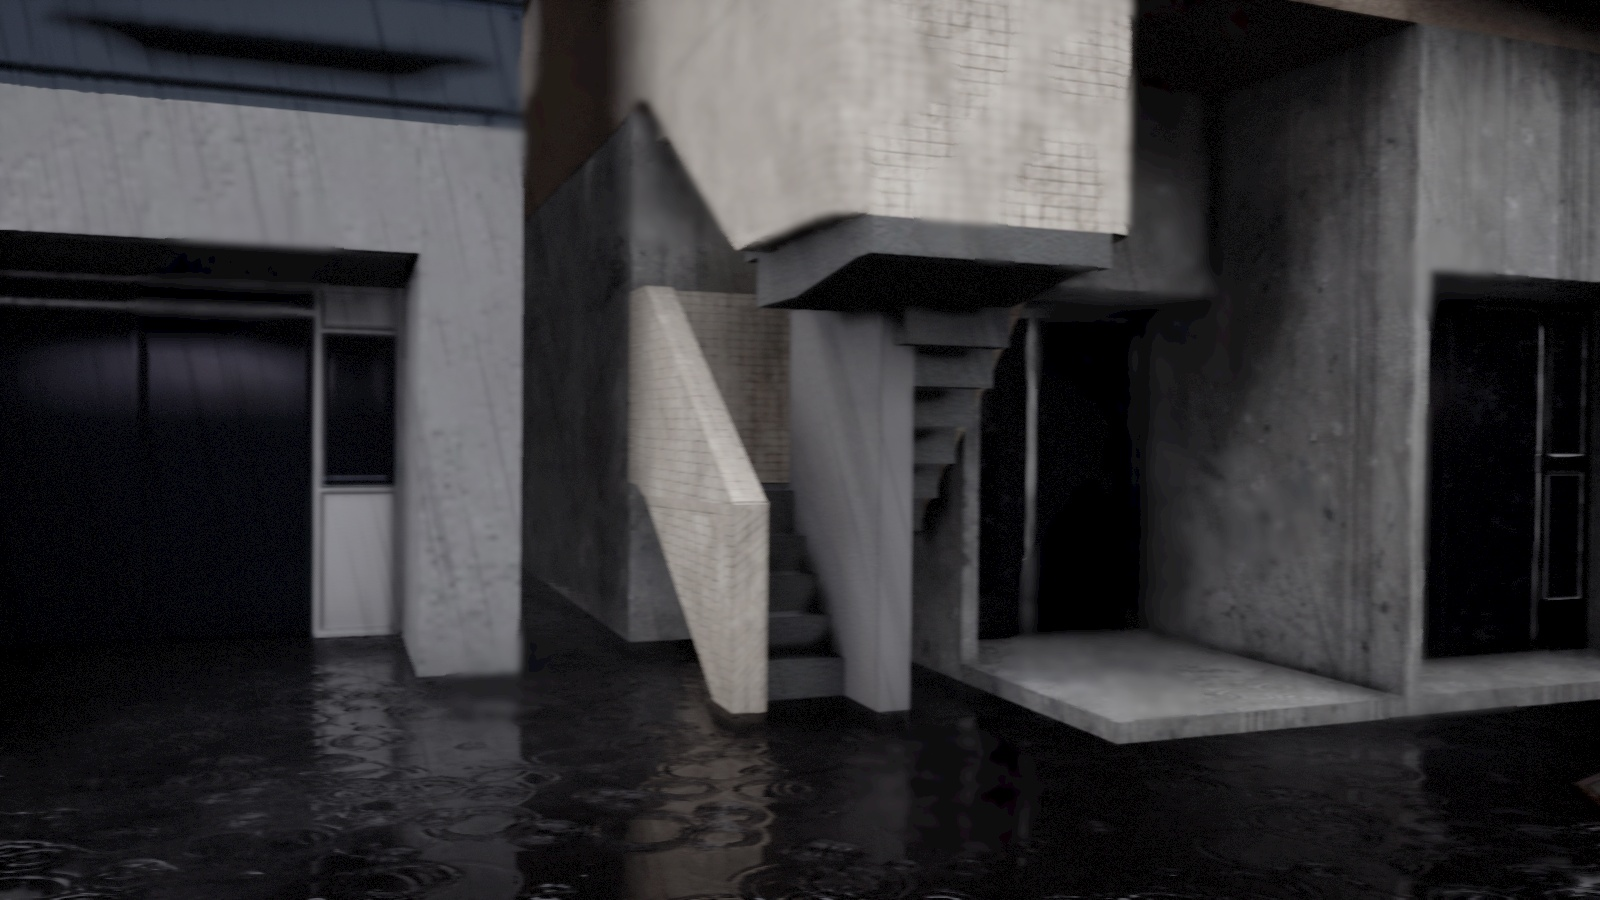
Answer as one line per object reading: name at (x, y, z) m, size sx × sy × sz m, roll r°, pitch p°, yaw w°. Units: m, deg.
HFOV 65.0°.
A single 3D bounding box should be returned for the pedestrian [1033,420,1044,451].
pedestrian at (14.274, -0.869, 75.118) m, size 0.331 × 1.846 × 0.634 m, roll -1°, pitch 1°, yaw -22°
